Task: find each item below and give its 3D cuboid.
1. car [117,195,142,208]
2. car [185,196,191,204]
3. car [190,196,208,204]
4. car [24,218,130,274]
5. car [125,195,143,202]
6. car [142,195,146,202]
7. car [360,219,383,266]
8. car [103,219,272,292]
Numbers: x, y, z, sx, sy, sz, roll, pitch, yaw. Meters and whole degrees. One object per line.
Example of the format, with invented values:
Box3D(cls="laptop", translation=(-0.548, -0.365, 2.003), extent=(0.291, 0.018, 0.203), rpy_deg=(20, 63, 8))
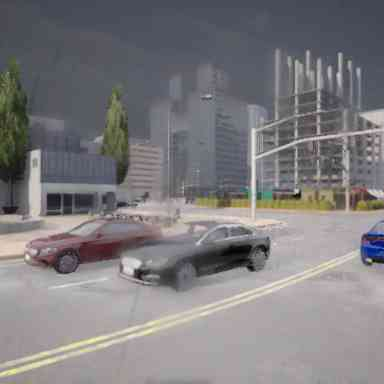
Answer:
Box3D(cls="car", translation=(-11.080, 1.798, 56.578), extent=(2.097, 1.767, 4.553), rpy_deg=(1, -1, -44))
Box3D(cls="car", translation=(0.136, 1.811, 76.397), extent=(1.905, 1.878, 3.866), rpy_deg=(0, -1, 44))
Box3D(cls="car", translation=(2.213, 2.040, 74.379), extent=(1.970, 1.475, 3.806), rpy_deg=(0, -1, 44))
Box3D(cls="car", translation=(-2.961, 1.611, 11.031), extent=(4.674, 1.442, 1.812), rpy_deg=(1, -1, -43))
Box3D(cls="car", translation=(-16.072, 1.886, 92.028), extent=(1.932, 1.855, 4.605), rpy_deg=(0, -1, 44))
Box3D(cls="car", translation=(-14.025, 1.878, 89.982), extent=(1.905, 1.878, 3.866), rpy_deg=(0, -1, 44))
Box3D(cls="car", translation=(7.278, 1.600, 11.198), extent=(1.882, 1.535, 5.008), rpy_deg=(0, -1, 43))
Box3D(cls="car", translation=(0.318, 1.574, 9.343), extent=(4.902, 1.511, 2.128), rpy_deg=(1, -1, -44))
